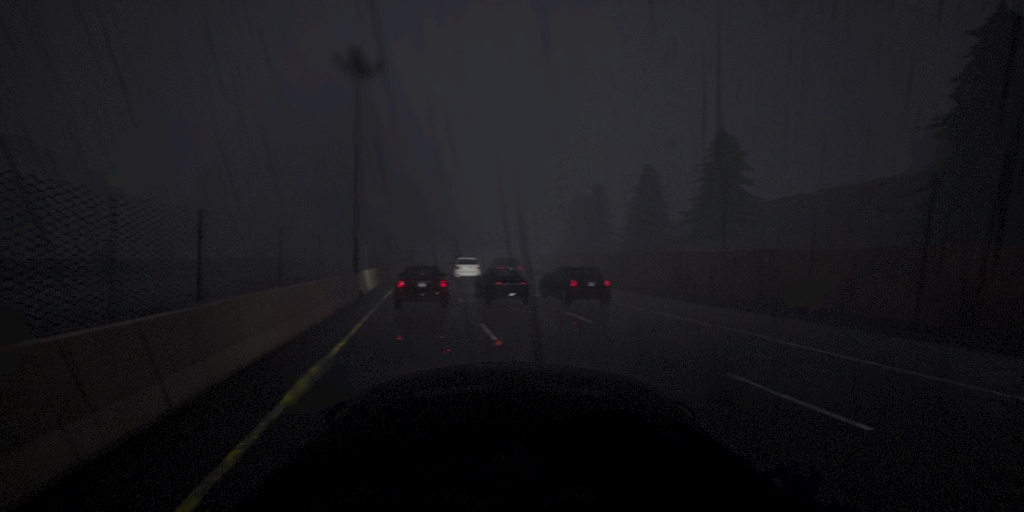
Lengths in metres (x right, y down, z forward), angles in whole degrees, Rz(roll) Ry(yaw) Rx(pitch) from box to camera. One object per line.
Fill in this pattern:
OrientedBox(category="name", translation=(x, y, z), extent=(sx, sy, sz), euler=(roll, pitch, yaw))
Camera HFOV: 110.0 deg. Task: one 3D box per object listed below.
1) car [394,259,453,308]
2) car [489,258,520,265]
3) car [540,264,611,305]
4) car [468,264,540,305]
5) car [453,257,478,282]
OrientedBox(category="car", translation=(-3.916, 1.140, 15.674), extent=(2.097, 1.767, 4.553), euler=(1, -1, -14))
OrientedBox(category="car", translation=(-0.723, 1.169, 31.858), extent=(2.150, 2.045, 5.566), euler=(1, 0, -14))
OrientedBox(category="car", translation=(2.876, 1.253, 17.364), extent=(2.097, 1.767, 4.553), euler=(1, -1, -14))
OrientedBox(category="car", translation=(-0.573, 1.340, 16.733), extent=(2.128, 1.511, 4.902), euler=(1, 0, -14))
OrientedBox(category="car", translation=(-4.120, 1.113, 31.015), extent=(2.150, 2.045, 5.566), euler=(1, 0, -14))
